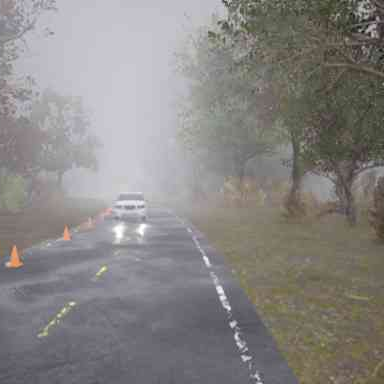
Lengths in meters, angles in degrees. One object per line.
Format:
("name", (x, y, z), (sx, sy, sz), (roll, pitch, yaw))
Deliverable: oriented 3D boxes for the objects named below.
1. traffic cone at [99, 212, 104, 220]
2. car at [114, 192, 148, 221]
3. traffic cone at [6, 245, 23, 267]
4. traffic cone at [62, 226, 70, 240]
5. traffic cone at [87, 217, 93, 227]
("traffic cone", (-6.644, 1.730, 24.495), (0.340, 0.580, 0.340), (0, 1, -8))
("car", (-4.538, 0.992, 25.020), (2.150, 2.045, 5.566), (0, 0, -8))
("traffic cone", (-5.209, 1.864, 9.778), (0.340, 0.580, 0.340), (0, 1, -3))
("traffic cone", (-5.561, 1.819, 14.696), (0.340, 0.580, 0.340), (0, 0, -5))
("traffic cone", (-6.039, 1.775, 19.602), (0.340, 0.580, 0.340), (0, 1, -6))
